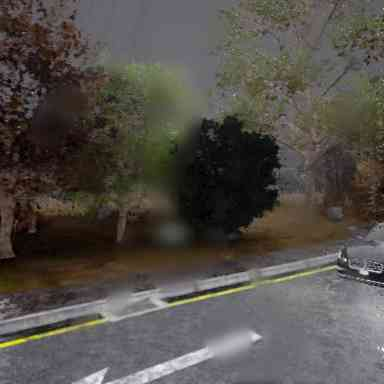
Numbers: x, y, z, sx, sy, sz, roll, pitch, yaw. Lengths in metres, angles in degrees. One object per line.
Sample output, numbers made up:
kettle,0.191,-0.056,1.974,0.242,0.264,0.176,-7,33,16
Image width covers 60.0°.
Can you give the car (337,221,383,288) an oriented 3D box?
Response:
car,5.681,1.443,8.547,4.892,1.490,1.837,-1,1,-35
